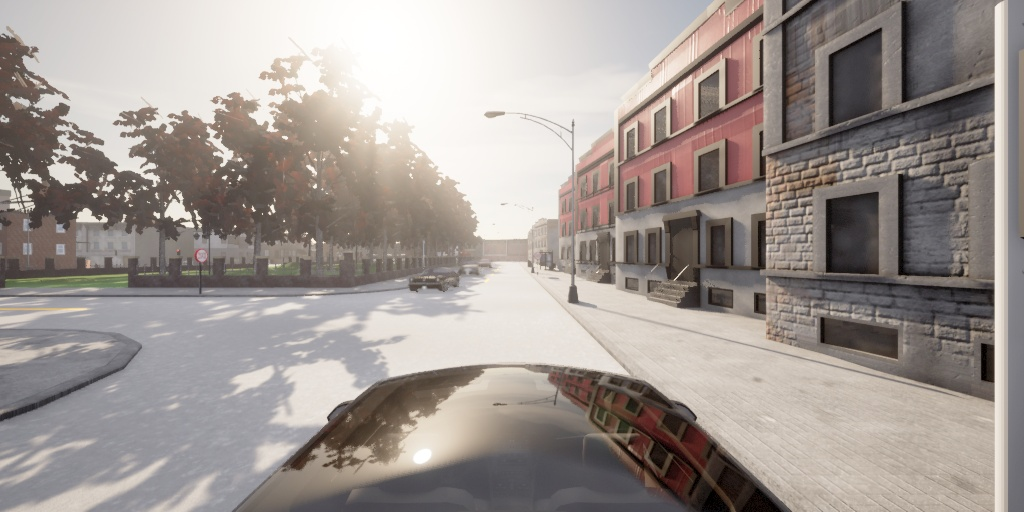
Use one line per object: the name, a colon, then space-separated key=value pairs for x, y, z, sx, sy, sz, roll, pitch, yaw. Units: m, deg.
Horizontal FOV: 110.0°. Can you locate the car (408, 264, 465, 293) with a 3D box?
car: x=-4.403 y=1.351 z=21.064 sx=1.895 sy=1.301 sz=4.718 roll=0 pitch=0 yaw=5

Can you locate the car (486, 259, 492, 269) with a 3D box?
car: x=-4.203 y=1.227 z=56.656 sx=1.882 sy=1.535 sz=5.008 roll=0 pitch=0 yaw=0

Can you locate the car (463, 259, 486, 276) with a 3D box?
car: x=-4.190 y=1.243 z=36.317 sx=2.128 sy=1.511 sz=4.902 roll=0 pitch=0 yaw=0
